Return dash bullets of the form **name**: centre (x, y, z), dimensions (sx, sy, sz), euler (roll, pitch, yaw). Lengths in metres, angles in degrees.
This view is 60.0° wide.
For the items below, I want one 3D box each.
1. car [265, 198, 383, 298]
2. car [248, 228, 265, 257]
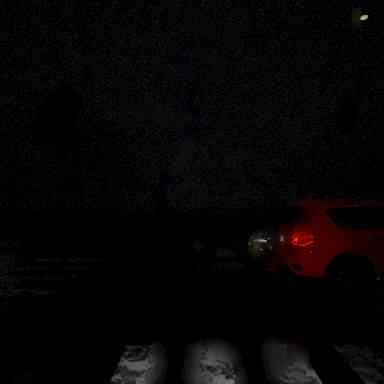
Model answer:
- **car**: centre (4.826, 1.163, 7.924), dimensions (5.566, 2.045, 2.150), euler (-1, 0, 1)
- **car**: centre (4.311, 1.435, 10.887), dimensions (4.892, 1.490, 1.837), euler (-1, 0, 1)
